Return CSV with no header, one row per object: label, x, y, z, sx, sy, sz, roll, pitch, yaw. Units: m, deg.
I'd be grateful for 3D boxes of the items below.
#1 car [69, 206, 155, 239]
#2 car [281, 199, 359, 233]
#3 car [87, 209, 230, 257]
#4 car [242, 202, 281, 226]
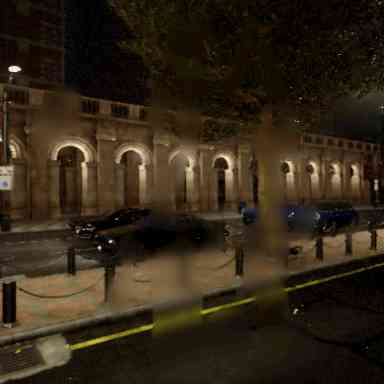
car,-2.995,1.482,15.878,4.892,1.490,1.837,0,0,-35
car,7.563,1.291,19.091,4.553,1.767,2.097,0,0,-36
car,-1.010,1.525,13.004,5.357,1.411,2.033,0,0,-35
car,5.505,1.417,21.922,5.008,1.535,1.882,0,0,-36
